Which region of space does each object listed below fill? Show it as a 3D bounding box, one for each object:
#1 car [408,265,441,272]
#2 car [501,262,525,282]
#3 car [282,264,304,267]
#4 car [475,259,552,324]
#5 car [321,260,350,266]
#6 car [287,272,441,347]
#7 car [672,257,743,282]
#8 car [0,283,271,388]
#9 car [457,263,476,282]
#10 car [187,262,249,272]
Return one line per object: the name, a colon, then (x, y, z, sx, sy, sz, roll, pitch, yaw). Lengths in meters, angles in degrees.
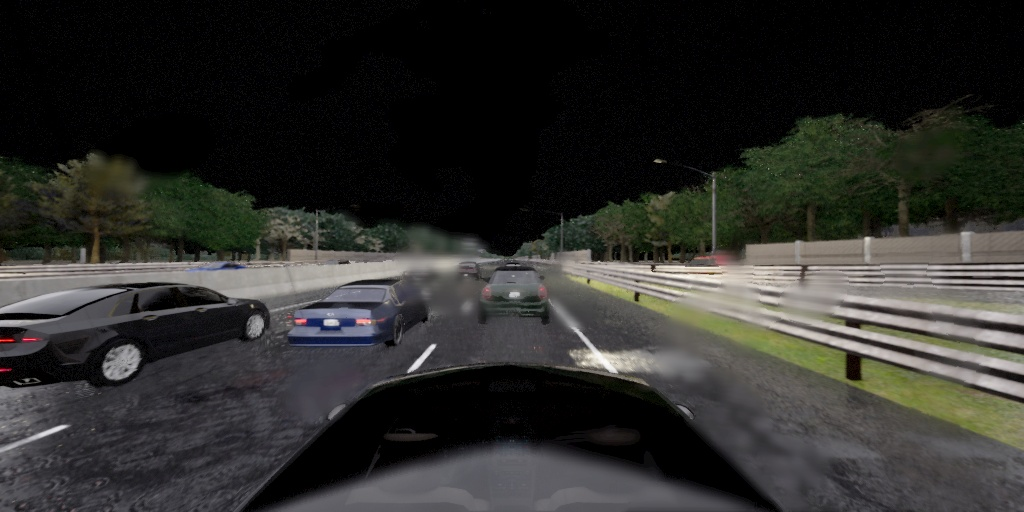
car: (-6.898, 1.392, 28.286, 1.895, 1.301, 4.718, 0, 0, 0)
car: (0.102, 1.301, 30.120, 1.837, 1.490, 4.892, 0, 0, 0)
car: (-21.022, 1.409, 33.870, 1.895, 1.301, 4.718, 0, 0, 1)
car: (0.101, 1.110, 12.193, 2.097, 1.767, 4.553, 0, 0, 0)
car: (-17.507, 1.163, 35.272, 2.097, 1.767, 4.553, 0, 0, 0)
car: (-3.399, 1.303, 9.258, 2.033, 1.411, 5.357, 0, 0, 0)
car: (15.854, 1.107, 29.459, 2.150, 2.045, 5.566, 0, -1, -22)
car: (-6.899, 1.258, 6.908, 1.837, 1.490, 4.892, 0, 0, 0)
car: (-3.398, 1.301, 30.012, 1.837, 1.490, 4.892, 0, 0, 0)
car: (-24.553, 1.273, 30.106, 1.882, 1.535, 5.008, 0, -1, 0)
